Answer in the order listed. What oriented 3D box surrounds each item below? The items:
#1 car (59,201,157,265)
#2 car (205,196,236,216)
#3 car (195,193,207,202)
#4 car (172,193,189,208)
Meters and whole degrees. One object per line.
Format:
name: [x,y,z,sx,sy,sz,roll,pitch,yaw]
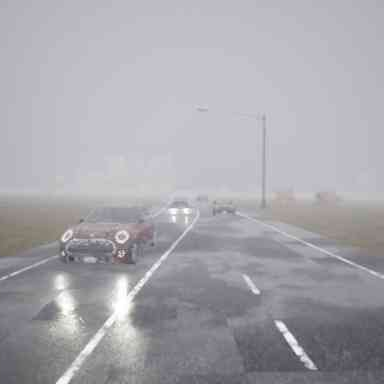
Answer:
car: [-2.553,1.200,11.138,2.097,1.767,4.553,0,1,5]
car: [2.489,1.263,28.358,1.895,1.301,4.718,0,1,-2]
car: [1.636,0.889,55.599,1.994,1.385,4.181,0,1,-2]
car: [-1.353,1.114,38.922,1.895,1.301,4.718,0,1,-2]
